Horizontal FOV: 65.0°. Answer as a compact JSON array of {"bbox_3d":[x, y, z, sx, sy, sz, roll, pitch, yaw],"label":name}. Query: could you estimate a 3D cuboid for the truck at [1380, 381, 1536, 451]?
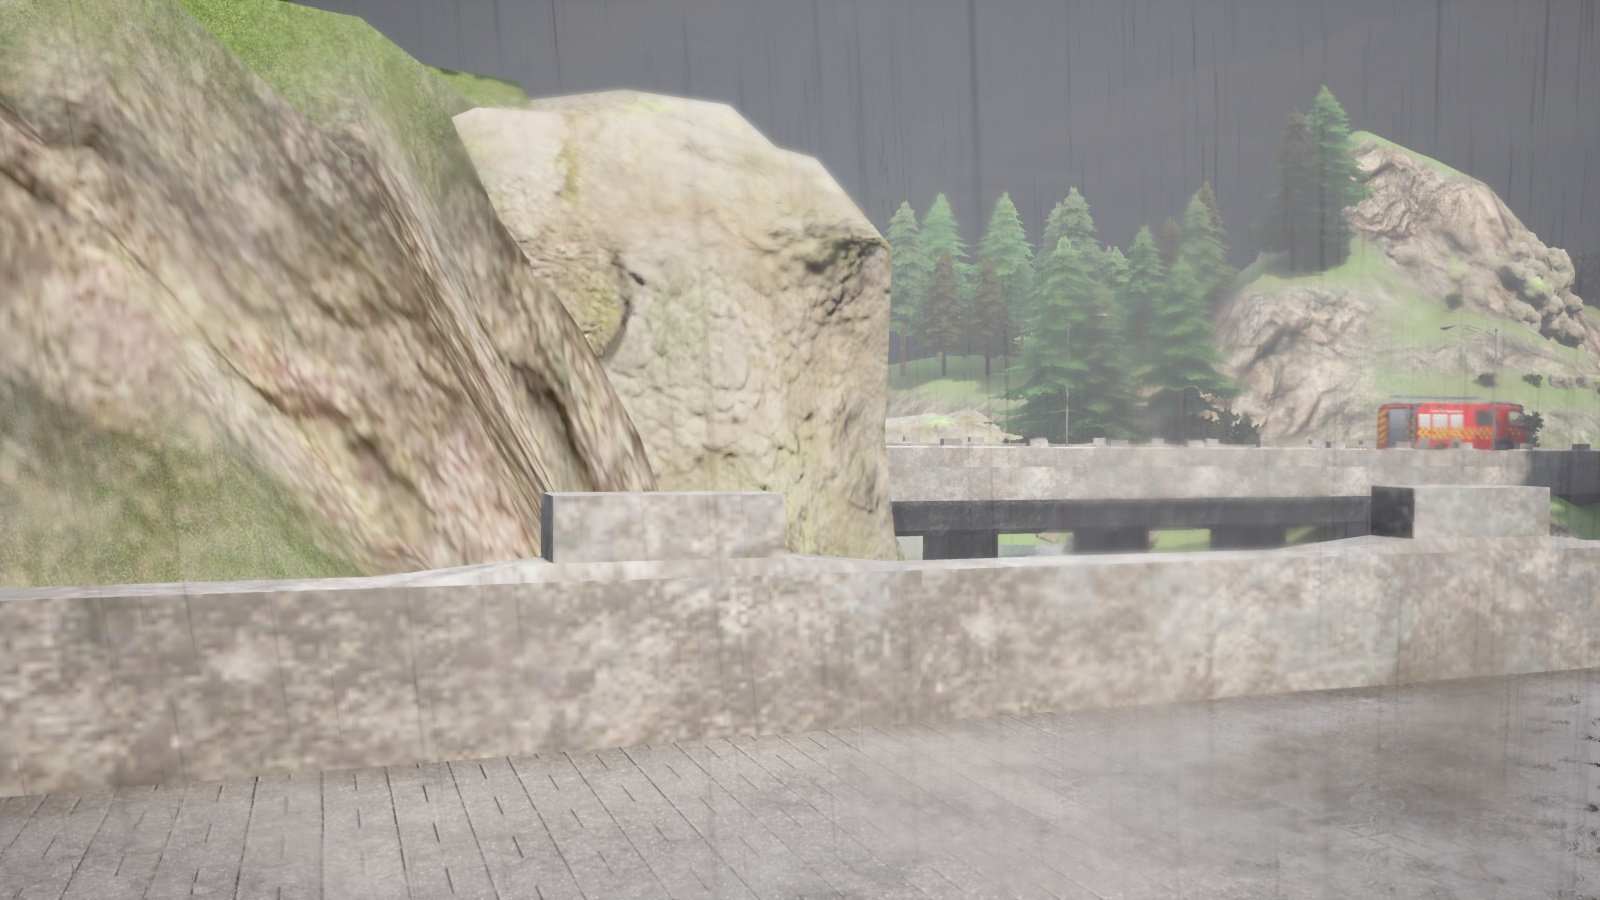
[{"bbox_3d":[37.144,-1.921,70.849,8.468,3.827,2.891,-1,1,-21],"label":"truck"}]
